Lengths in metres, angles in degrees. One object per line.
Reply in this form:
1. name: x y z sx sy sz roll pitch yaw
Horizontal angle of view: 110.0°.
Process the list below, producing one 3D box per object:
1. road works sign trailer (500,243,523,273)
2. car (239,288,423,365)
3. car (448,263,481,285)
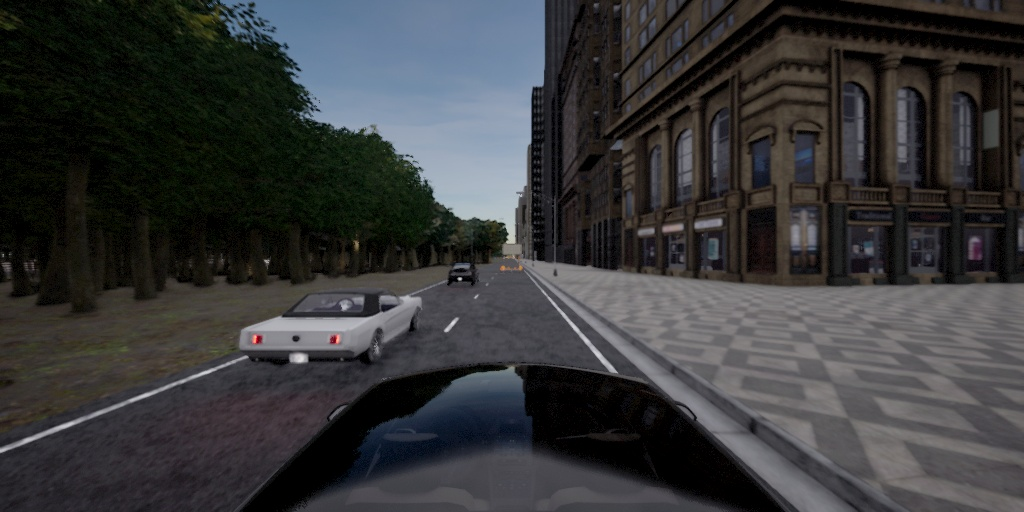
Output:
1. road works sign trailer: 0.005 0.221 42.781 2.380 3.560 2.880 0 0 0
2. car: -3.399 1.351 7.952 1.895 1.301 4.718 0 0 0
3. car: -3.396 1.255 25.740 1.837 1.490 4.892 0 0 0
